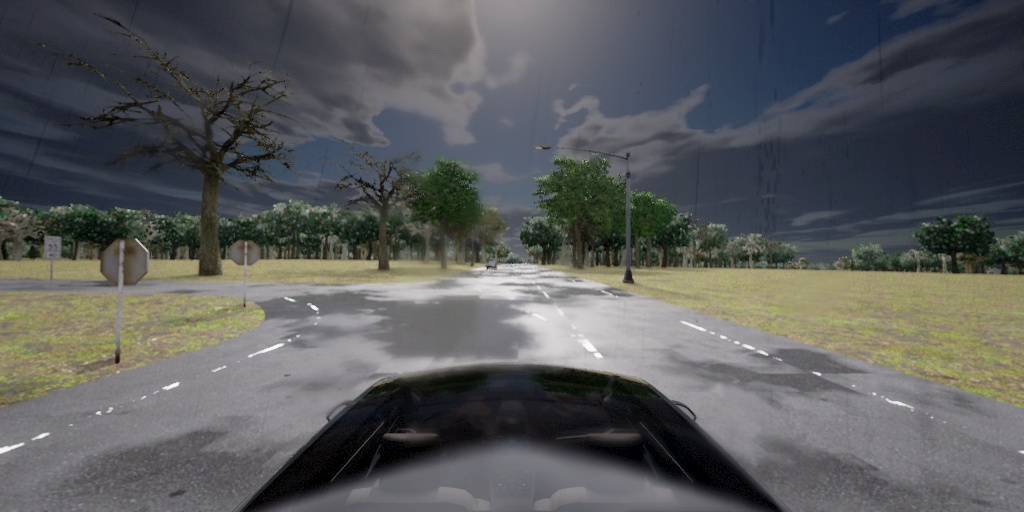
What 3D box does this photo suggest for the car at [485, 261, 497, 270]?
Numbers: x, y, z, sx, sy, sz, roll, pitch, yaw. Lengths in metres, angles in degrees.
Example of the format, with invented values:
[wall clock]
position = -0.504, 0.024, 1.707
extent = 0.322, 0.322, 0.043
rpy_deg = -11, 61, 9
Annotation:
[car]
position = -3.574, 1.641, 62.143
extent = 1.837, 1.490, 4.892
rpy_deg = 0, 0, 0
